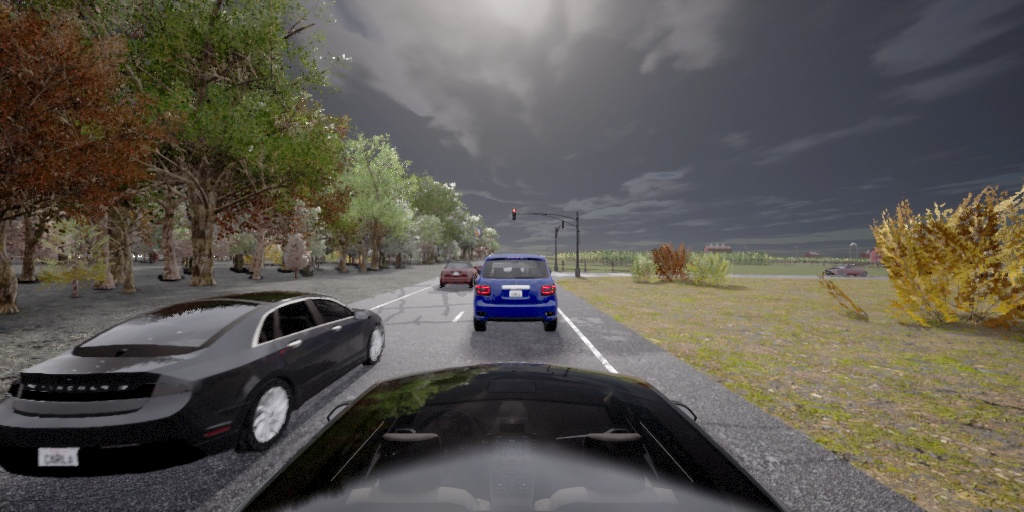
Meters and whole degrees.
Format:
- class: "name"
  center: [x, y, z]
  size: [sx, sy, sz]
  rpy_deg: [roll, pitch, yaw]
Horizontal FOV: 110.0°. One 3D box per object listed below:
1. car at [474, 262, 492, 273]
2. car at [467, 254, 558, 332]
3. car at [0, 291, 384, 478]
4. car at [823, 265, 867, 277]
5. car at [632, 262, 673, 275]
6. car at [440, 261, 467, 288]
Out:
- class: "car"
  center: [-3.464, 1.358, 43.589]
  size: [1.895, 1.301, 4.718]
  rpy_deg: [0, 0, 0]
- class: "car"
  center: [0.089, 0.974, 11.054]
  size: [2.150, 2.045, 5.566]
  rpy_deg: [0, 0, 0]
- class: "car"
  center: [-3.402, 1.256, 5.108]
  size: [1.837, 1.490, 4.892]
  rpy_deg: [0, 0, 0]
- class: "car"
  center: [40.247, 1.811, 43.400]
  size: [4.181, 1.385, 1.994]
  rpy_deg: [1, -1, 0]
- class: "car"
  center: [17.131, 1.473, 43.523]
  size: [5.008, 1.535, 1.882]
  rpy_deg: [1, -1, 1]
- class: "car"
  center: [-3.433, 1.107, 24.082]
  size: [2.097, 1.767, 4.553]
  rpy_deg: [0, 0, 0]
